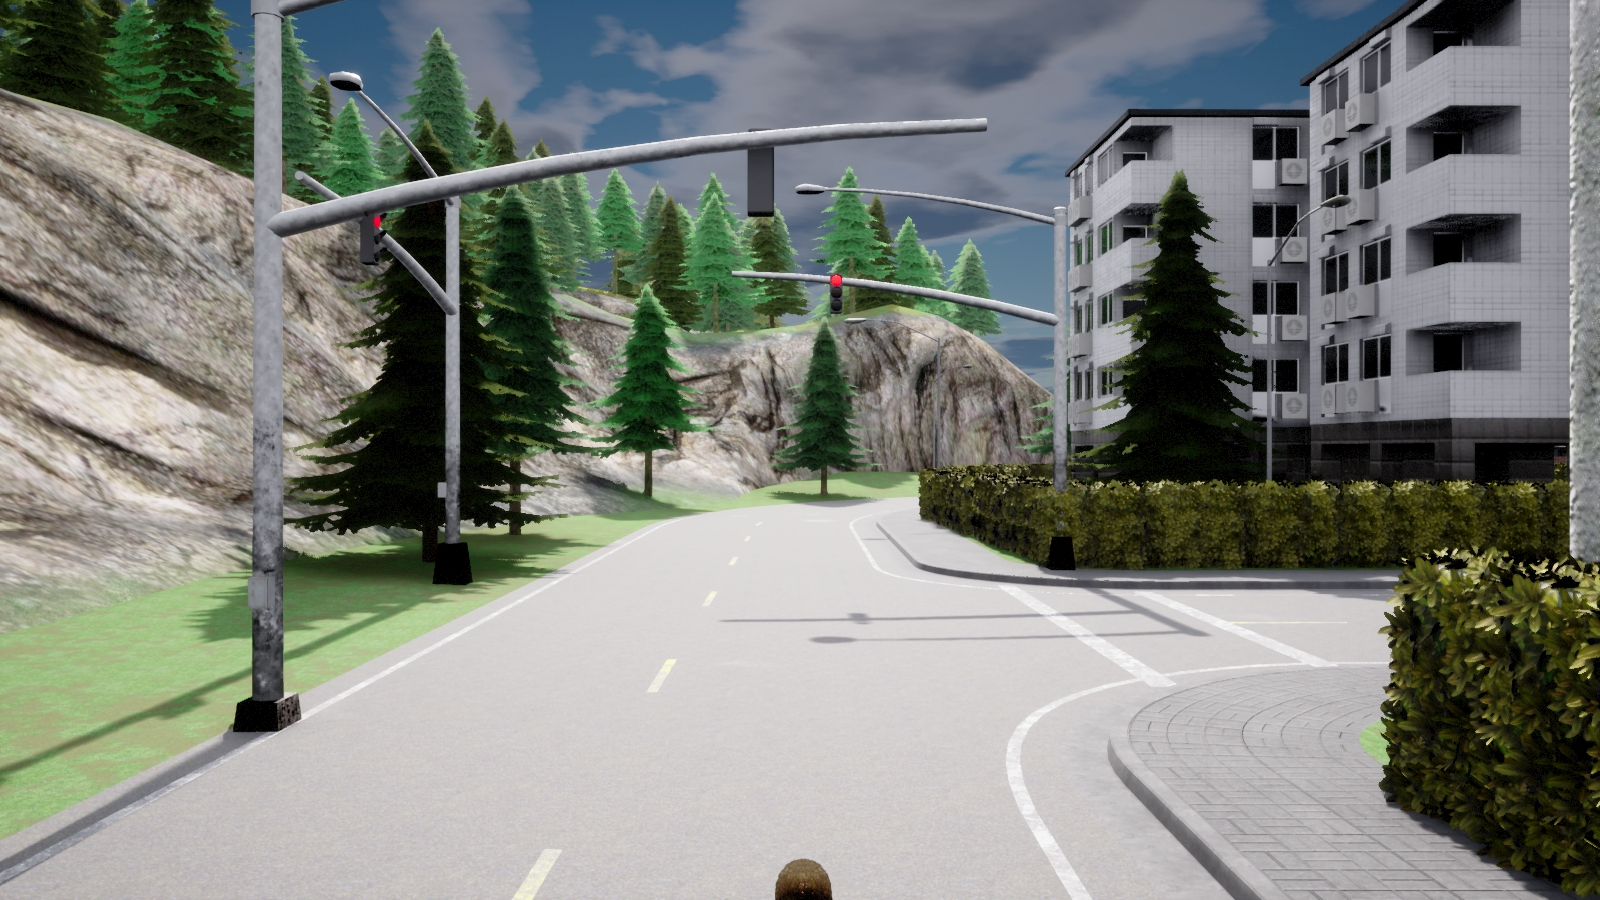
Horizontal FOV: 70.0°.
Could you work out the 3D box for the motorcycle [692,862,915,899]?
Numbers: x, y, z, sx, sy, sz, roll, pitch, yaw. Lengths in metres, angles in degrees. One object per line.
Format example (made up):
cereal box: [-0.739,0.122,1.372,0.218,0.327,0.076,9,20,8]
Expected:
motorcycle: [0.010,2.193,3.477,0.803,1.145,2.033,0,0,0]
